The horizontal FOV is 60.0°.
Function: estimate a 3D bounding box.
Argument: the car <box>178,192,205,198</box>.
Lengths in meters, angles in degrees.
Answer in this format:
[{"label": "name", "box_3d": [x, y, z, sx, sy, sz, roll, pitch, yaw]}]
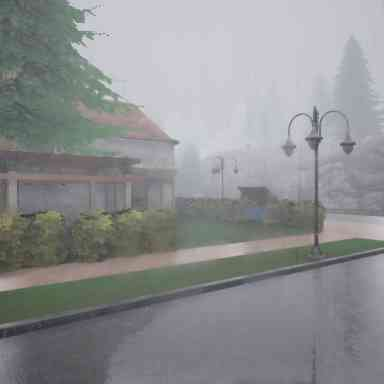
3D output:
[{"label": "car", "box_3d": [0.183, 1.061, 40.649, 2.150, 2.045, 5.566, 0, 0, -35]}]

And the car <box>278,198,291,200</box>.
[{"label": "car", "box_3d": [8.170, 1.342, 29.442, 1.837, 1.490, 4.892, 0, 0, -35]}]
